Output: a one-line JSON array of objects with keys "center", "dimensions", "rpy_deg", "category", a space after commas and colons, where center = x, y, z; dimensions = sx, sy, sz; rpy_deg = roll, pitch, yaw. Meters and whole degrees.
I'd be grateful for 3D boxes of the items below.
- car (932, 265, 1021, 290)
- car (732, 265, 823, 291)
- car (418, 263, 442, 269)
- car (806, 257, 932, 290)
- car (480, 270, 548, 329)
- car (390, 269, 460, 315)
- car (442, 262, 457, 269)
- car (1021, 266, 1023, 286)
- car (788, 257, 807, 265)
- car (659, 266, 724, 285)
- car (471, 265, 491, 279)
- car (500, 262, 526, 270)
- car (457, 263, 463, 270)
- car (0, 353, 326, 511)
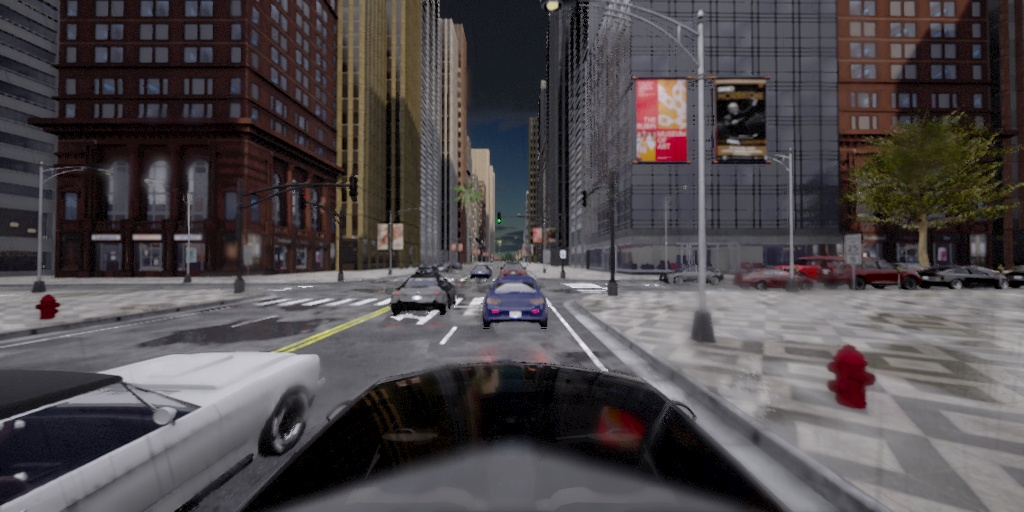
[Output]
[{"center": [26.590, 1.320, 21.303], "dimensions": [4.313, 1.339, 1.948], "rpy_deg": [0, 0, -1], "category": "car"}, {"center": [15.314, 1.371, 21.126], "dimensions": [4.207, 1.307, 1.802], "rpy_deg": [0, 0, -1], "category": "car"}, {"center": [-9.847, 1.649, 41.844], "dimensions": [1.994, 1.385, 4.181], "rpy_deg": [0, -1, 0], "category": "car"}, {"center": [20.953, 1.085, 21.215], "dimensions": [5.009, 1.841, 2.192], "rpy_deg": [0, 0, -1], "category": "car"}, {"center": [0.097, 1.337, 11.430], "dimensions": [1.812, 1.442, 4.674], "rpy_deg": [0, 0, 0], "category": "car"}, {"center": [-3.335, 1.394, 14.103], "dimensions": [1.994, 1.385, 4.181], "rpy_deg": [0, 0, -4], "category": "car"}, {"center": [-9.824, 1.680, 52.129], "dimensions": [2.128, 1.511, 4.902], "rpy_deg": [0, -1, 0], "category": "car"}, {"center": [32.227, 1.305, 21.391], "dimensions": [4.313, 1.339, 1.948], "rpy_deg": [0, 0, -1], "category": "car"}, {"center": [22.584, 1.073, 27.022], "dimensions": [5.566, 2.045, 2.150], "rpy_deg": [0, -1, -1], "category": "car"}, {"center": [13.281, 1.445, 26.873], "dimensions": [4.181, 1.385, 1.994], "rpy_deg": [0, -1, -1], "category": "car"}, {"center": [-3.156, 1.607, 37.427], "dimensions": [1.994, 1.385, 4.181], "rpy_deg": [0, -1, 0], "category": "car"}, {"center": [0.088, 1.316, 29.161], "dimensions": [2.097, 1.767, 4.553], "rpy_deg": [0, -1, 0], "category": "car"}, {"center": [-9.762, 1.852, 62.786], "dimensions": [2.033, 1.411, 5.357], "rpy_deg": [0, -1, 0], "category": "car"}, {"center": [-3.147, 1.353, 2.128], "dimensions": [1.895, 1.301, 4.718], "rpy_deg": [0, 0, 0], "category": "car"}]
